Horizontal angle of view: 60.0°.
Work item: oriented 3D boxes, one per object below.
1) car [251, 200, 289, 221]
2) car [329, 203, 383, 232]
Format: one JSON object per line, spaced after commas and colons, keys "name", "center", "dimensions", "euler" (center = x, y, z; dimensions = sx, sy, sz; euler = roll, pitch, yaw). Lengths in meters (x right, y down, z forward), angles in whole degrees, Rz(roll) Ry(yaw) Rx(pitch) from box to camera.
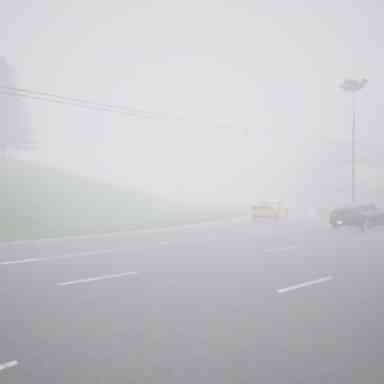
{"name": "car", "center": [6.231, 1.359, 26.255], "dimensions": [1.882, 1.535, 5.008], "euler": [0, 0, 29]}
{"name": "car", "center": [9.987, 1.391, 19.461], "dimensions": [4.892, 1.490, 1.837], "euler": [0, 0, -35]}
